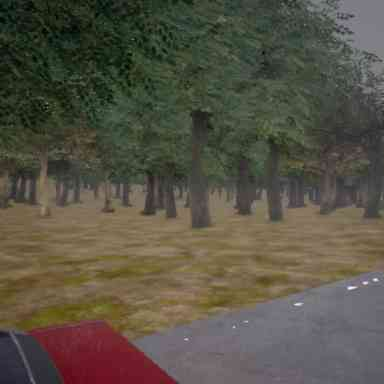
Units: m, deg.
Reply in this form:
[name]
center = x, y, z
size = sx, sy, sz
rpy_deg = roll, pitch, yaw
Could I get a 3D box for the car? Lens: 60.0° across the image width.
[car]
center = -2.362, 1.601, 1.717
size = 4.718, 1.301, 1.895
rpy_deg = 0, 0, -36
